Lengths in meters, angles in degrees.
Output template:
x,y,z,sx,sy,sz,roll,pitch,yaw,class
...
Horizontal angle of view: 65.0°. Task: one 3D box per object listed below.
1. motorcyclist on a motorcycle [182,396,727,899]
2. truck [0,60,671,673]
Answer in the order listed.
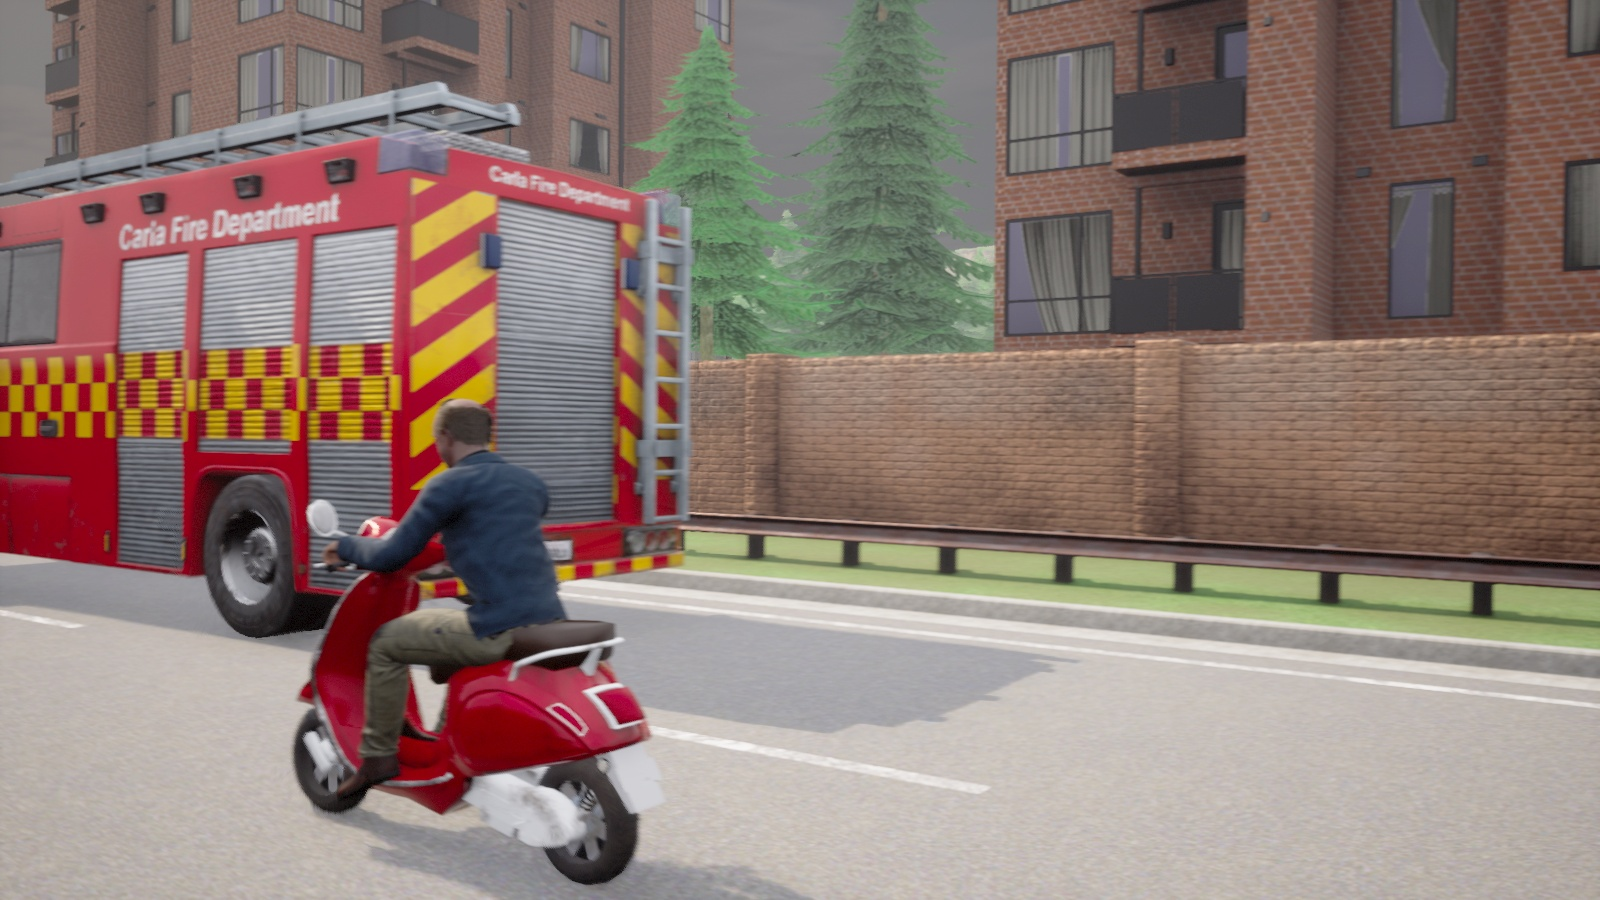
x,y,z,sx,sy,sz,roll,pitch,yaw,class
-1.254,0.635,4.456,1.817,1.590,0.866,0,1,34,motorcyclist on a motorcycle
-5.397,-0.540,11.388,8.468,3.827,2.891,0,1,34,truck
